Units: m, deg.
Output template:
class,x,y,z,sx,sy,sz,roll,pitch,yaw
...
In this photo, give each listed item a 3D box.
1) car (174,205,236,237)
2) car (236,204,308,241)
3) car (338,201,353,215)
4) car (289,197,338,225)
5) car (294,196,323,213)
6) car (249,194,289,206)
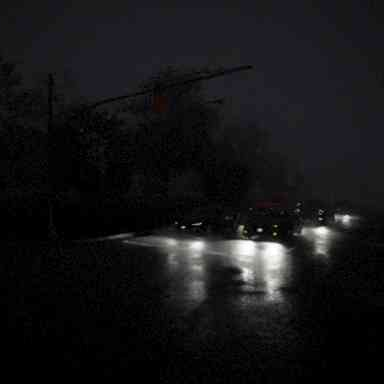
class,x,y,z,sx,sy,sz,roll,pitch,yaw
car,0.965,1.499,18.409,1.837,1.490,4.892,0,0,35
car,4.202,1.561,16.938,1.994,1.385,4.181,0,0,34
car,15.604,1.588,34.747,1.994,1.385,4.181,0,0,32
car,8.954,1.350,24.230,2.097,1.767,4.553,0,0,33
car,13.258,1.376,37.579,2.097,1.767,4.553,0,0,32
car,6.356,1.217,26.662,2.150,2.045,5.566,0,0,33
